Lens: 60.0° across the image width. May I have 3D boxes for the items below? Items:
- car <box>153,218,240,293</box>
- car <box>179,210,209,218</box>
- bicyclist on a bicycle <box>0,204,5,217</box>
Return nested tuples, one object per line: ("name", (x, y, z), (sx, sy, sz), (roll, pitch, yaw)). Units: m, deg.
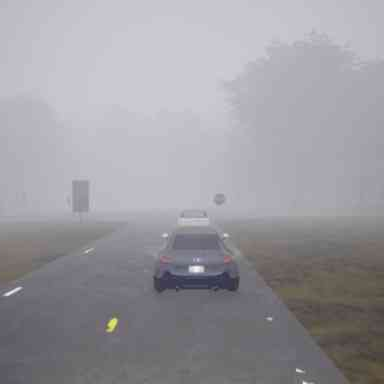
("car", (0.099, 1.624, 9.075), (1.994, 1.385, 4.181), (0, 0, 0))
("car", (0.132, 1.761, 20.814), (1.895, 1.301, 4.718), (0, -1, 1))
("bicyclist on a bicycle", (-22.612, 2.183, 39.337), (0.582, 1.620, 1.656), (-1, 0, 0))
